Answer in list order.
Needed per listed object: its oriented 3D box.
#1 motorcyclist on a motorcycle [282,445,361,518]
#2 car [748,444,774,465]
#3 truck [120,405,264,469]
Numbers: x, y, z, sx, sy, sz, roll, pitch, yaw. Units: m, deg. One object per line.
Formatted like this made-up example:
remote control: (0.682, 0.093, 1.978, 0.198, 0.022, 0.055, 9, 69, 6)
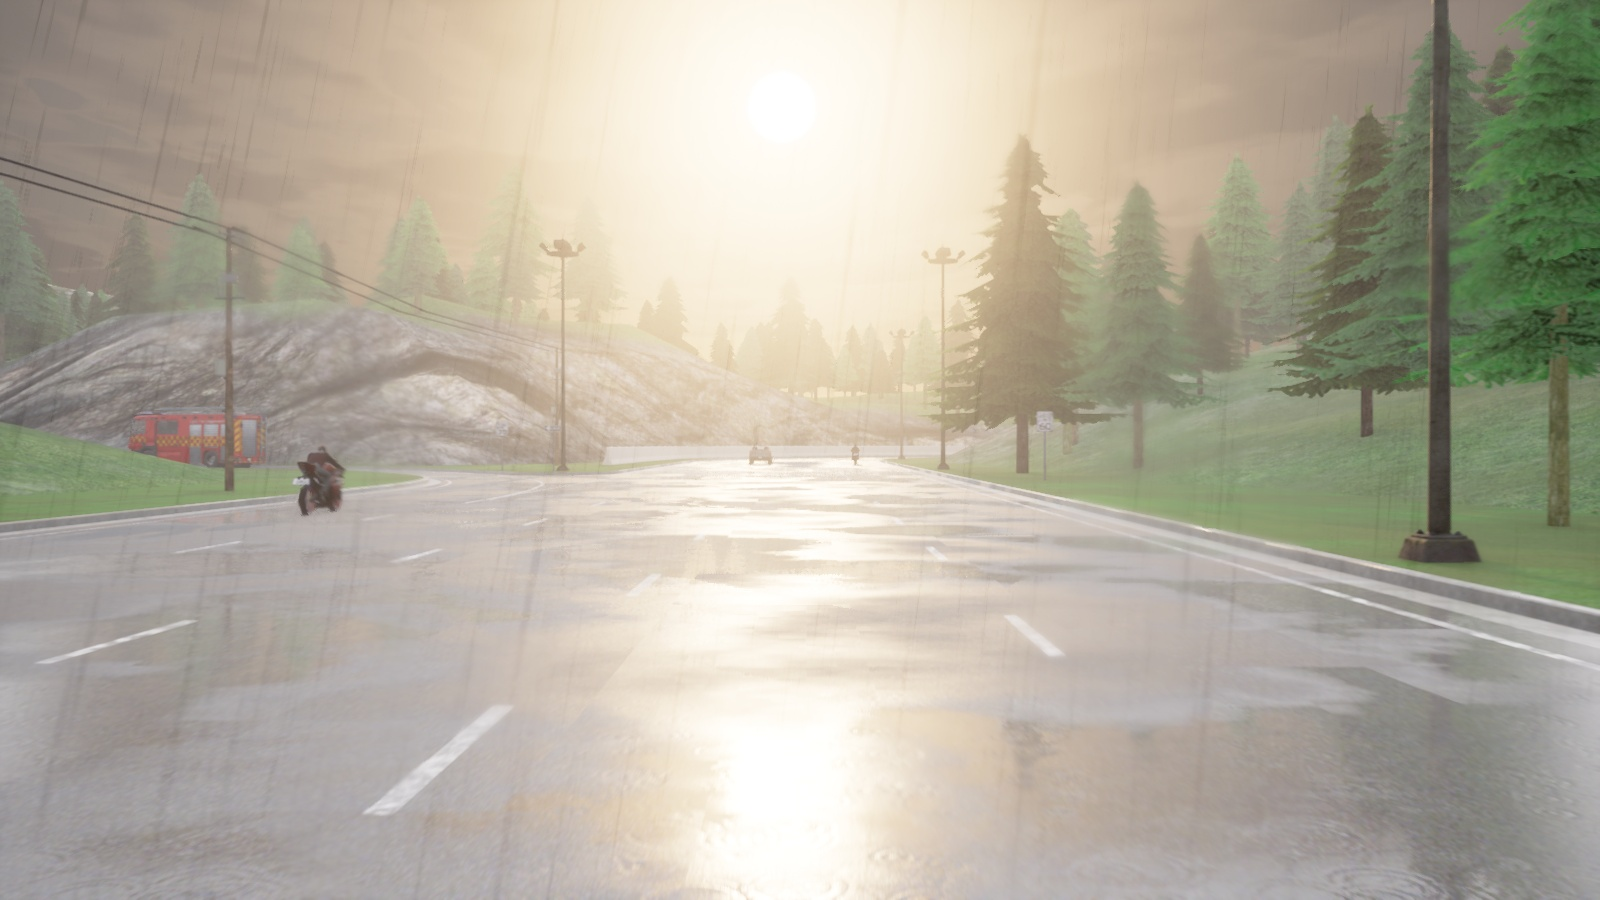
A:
motorcyclist on a motorcycle: (-10.330, 0.651, 27.179, 0.866, 1.530, 2.191, 0, 0, 0)
car: (-2.940, 0.329, 95.201, 1.845, 1.501, 3.633, 0, 0, 0)
truck: (-37.774, -0.800, 78.037, 8.468, 3.827, 2.891, 0, 0, 19)
